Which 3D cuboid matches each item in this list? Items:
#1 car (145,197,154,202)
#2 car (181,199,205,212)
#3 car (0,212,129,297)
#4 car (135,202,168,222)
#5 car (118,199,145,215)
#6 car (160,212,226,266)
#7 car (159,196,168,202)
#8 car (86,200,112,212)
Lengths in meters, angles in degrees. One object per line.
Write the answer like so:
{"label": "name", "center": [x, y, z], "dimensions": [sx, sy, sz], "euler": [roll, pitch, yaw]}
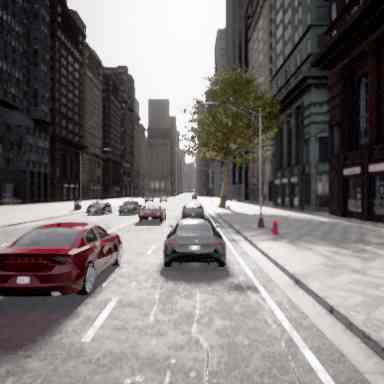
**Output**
{"label": "car", "center": [-9.758, 1.741, 76.347], "dimensions": [1.994, 1.385, 4.181], "euler": [0, 0, 0]}
{"label": "car", "center": [0.091, 1.614, 28.932], "dimensions": [2.128, 1.511, 4.902], "euler": [0, 0, 0]}
{"label": "car", "center": [-3.170, 1.514, 8.744], "dimensions": [1.882, 1.535, 5.008], "euler": [0, 0, 0]}
{"label": "car", "center": [-3.160, 1.717, 27.380], "dimensions": [1.895, 1.301, 4.718], "euler": [0, 0, 0]}
{"label": "car", "center": [-6.600, 1.657, 35.573], "dimensions": [1.837, 1.490, 4.892], "euler": [0, 0, 0]}
{"label": "car", "center": [0.087, 1.614, 11.773], "dimensions": [1.994, 1.385, 4.181], "euler": [0, 0, 0]}
{"label": "car", "center": [-6.508, 1.713, 76.348], "dimensions": [2.128, 1.511, 4.902], "euler": [0, 0, 0]}
{"label": "car", "center": [-9.849, 1.644, 35.540], "dimensions": [2.128, 1.511, 4.902], "euler": [0, 0, 0]}
